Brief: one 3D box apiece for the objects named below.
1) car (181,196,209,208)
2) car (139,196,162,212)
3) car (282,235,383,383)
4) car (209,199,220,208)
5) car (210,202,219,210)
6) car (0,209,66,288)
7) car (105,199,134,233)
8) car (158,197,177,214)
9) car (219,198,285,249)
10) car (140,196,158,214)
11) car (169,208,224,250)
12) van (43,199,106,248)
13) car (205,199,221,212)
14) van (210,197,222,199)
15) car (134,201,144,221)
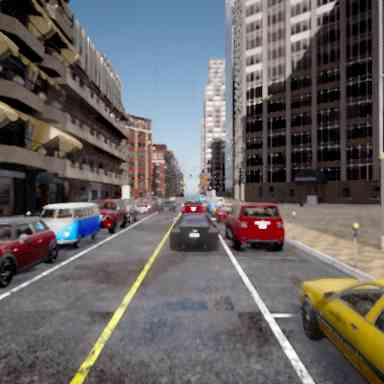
[{"bbox_3d":[0.138,1.442,28.926,2.097,1.767,4.553,0,0,0],"label":"car"},{"bbox_3d":[-5.203,1.458,42.319,2.192,1.841,5.009,0,0,0],"label":"car"},{"bbox_3d":[2.576,1.536,3.724,1.752,1.417,4.829,0,0,0],"label":"car"},{"bbox_3d":[2.647,1.624,31.404,1.752,1.417,4.829,0,0,0],"label":"car"},{"bbox_3d":[2.632,1.660,25.698,1.802,1.307,4.206,0,0,0],"label":"car"},{"bbox_3d":[-5.289,1.467,9.102,1.967,1.590,4.097,0,0,0],"label":"car"},{"bbox_3d":[-5.260,1.376,20.175,2.192,1.841,5.009,0,0,0],"label":"car"},{"bbox_3d":[-2.727,1.629,37.580,1.837,1.490,4.892,0,-1,0],"label":"car"},{"bbox_3d":[2.606,1.359,14.626,2.192,1.841,5.009,0,0,0],"label":"car"},{"bbox_3d":[-5.218,1.560,36.782,1.967,1.590,4.097,0,0,0],"label":"car"},{"bbox_3d":[0.107,1.607,14.550,1.994,1.385,4.181,0,0,0],"label":"car"},{"bbox_3d":[-5.274,1.385,14.639,1.690,1.788,3.998,0,0,0],"label":"van"},{"bbox_3d":[2.676,1.668,42.474,1.752,1.417,4.829,0,0,0],"label":"car"},{"bbox_3d":[2.662,1.461,36.768,1.690,1.788,3.998,0,0,0],"label":"van"},{"bbox_3d":[-5.247,1.630,25.711,2.008,1.369,4.403,0,0,0],"label":"car"}]
